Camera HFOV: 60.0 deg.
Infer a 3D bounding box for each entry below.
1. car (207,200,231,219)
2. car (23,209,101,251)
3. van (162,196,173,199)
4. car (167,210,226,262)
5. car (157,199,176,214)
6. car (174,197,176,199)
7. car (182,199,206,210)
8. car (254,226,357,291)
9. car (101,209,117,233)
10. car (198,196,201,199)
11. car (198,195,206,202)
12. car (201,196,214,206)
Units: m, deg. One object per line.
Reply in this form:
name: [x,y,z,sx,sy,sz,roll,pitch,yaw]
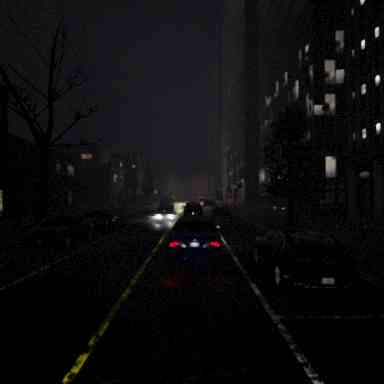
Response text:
car: [2.710,1.747,31.607,1.887,1.381,4.507,1,0,0]
car: [-5.743,1.639,14.735,1.887,1.381,4.507,1,0,0]
van: [-5.657,1.799,71.174,1.690,1.788,3.998,1,0,0]
car: [0.087,1.627,12.394,2.033,1.411,5.357,0,0,0]
car: [-3.088,1.853,39.400,1.895,1.301,4.718,0,0,0]
car: [-5.652,1.884,88.106,2.192,1.841,5.009,1,0,0]
car: [0.101,1.715,32.921,1.837,1.490,4.892,0,0,0]
car: [2.807,1.609,9.032,2.008,1.369,4.403,1,0,0]
car: [-5.707,1.712,20.379,1.802,1.307,4.206,1,0,0]
car: [2.725,2.008,88.047,1.967,1.590,4.097,1,0,0]
car: [2.729,1.920,93.692,2.192,1.841,5.009,1,0,0]
car: [3.016,1.847,57.560,1.882,1.535,5.008,0,0,0]
